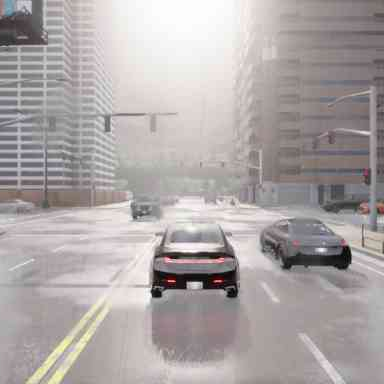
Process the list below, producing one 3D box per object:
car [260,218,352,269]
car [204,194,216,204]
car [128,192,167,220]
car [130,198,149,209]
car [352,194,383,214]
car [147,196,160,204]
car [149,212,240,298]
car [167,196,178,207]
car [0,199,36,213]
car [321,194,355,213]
[{"bbox_3d":[3.563,1.564,11.149,1.994,1.385,4.181,0,0,0],"label":"car"},{"bbox_3d":[3.505,1.352,64.448,2.097,1.767,4.553,0,0,0],"label":"car"},{"bbox_3d":[-3.644,1.221,28.219,2.150,2.045,5.566,0,0,0],"label":"car"},{"bbox_3d":[-7.250,1.601,46.572,1.895,1.301,4.718,0,0,1],"label":"car"},{"bbox_3d":[18.968,1.352,33.036,4.553,1.767,2.097,0,0,0],"label":"car"},{"bbox_3d":[-7.151,1.525,62.641,1.812,1.442,4.674,0,0,0],"label":"car"},{"bbox_3d":[0.052,1.492,8.497,2.128,1.511,4.902,0,0,0],"label":"car"},{"bbox_3d":[-3.673,1.601,51.994,1.895,1.301,4.718,0,0,0],"label":"car"},{"bbox_3d":[-19.721,1.526,36.579,4.674,1.442,1.812,0,0,1],"label":"car"},{"bbox_3d":[17.143,1.221,36.556,5.566,2.045,2.150,0,0,0],"label":"car"}]
